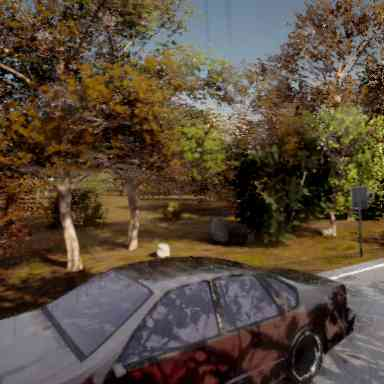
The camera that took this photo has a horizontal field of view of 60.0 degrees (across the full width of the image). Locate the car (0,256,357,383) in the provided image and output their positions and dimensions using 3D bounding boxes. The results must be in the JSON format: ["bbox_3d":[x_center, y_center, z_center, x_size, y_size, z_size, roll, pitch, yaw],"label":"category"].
[{"bbox_3d":[-0.262,1.545,3.803,5.357,1.411,2.033,0,0,-35],"label":"car"}]
